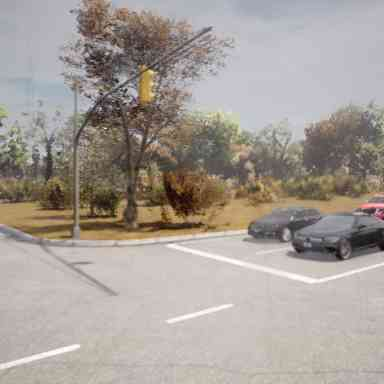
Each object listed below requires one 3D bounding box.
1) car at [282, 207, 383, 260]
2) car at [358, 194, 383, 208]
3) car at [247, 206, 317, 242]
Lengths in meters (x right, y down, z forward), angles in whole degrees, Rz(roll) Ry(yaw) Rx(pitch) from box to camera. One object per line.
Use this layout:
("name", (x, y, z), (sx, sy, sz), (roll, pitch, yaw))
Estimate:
("car", (5.714, 1.485, 12.371), (4.674, 1.442, 1.812), (0, 0, -36))
("car", (12.967, 1.141, 21.839), (5.566, 2.045, 2.150), (0, 0, -36))
("car", (4.796, 1.459, 16.014), (4.892, 1.490, 1.837), (0, 0, -35))
